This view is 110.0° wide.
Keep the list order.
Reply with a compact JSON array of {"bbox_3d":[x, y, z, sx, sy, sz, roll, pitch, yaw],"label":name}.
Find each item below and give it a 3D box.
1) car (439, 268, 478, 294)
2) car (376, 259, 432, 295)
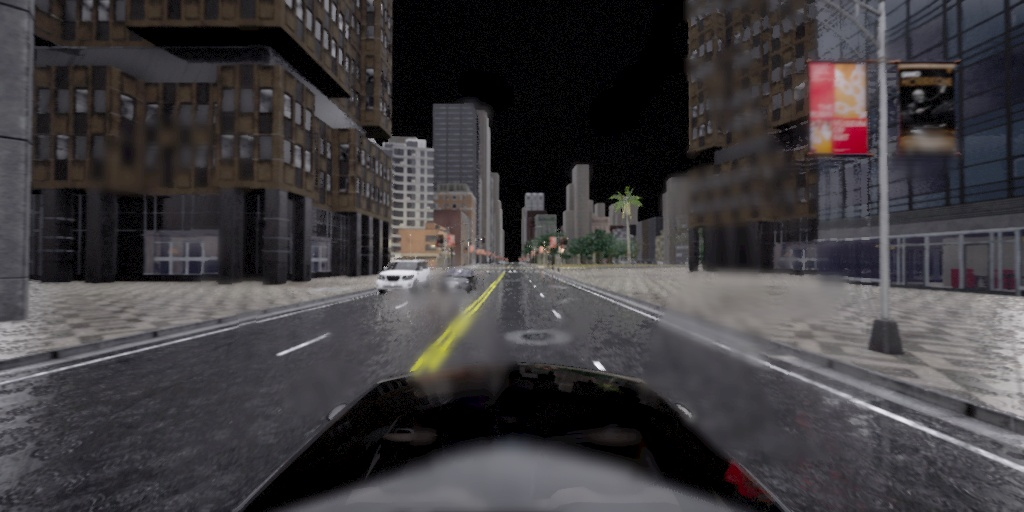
[{"bbox_3d":[-3.245,1.500,22.455,2.128,1.511,4.902,0,-1,0],"label":"car"},{"bbox_3d":[-6.496,1.221,22.332,2.150,2.045,5.566,0,-1,0],"label":"car"}]
